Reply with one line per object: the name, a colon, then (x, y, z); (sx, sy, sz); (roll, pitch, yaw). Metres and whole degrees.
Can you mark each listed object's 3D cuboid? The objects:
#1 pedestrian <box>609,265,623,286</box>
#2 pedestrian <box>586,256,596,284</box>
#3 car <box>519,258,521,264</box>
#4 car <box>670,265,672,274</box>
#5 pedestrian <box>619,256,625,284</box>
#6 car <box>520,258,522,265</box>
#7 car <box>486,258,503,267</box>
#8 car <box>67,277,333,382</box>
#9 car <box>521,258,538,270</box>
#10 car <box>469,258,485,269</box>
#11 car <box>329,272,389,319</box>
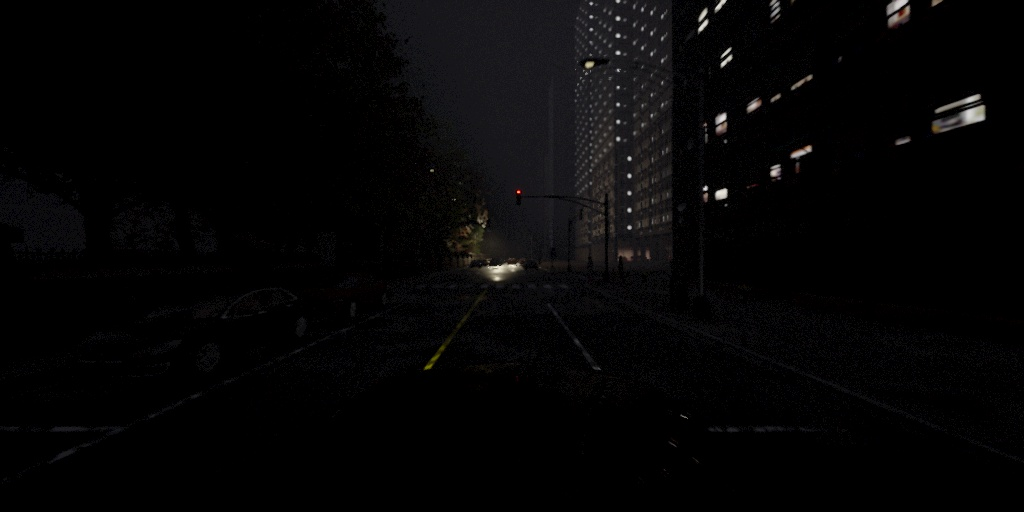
pedestrian: (6.314, 1.253, 22.002); (0.500, 1.100, 0.500); (0, 0, 0)
pedestrian: (5.078, 0.871, 23.203); (0.375, 1.860, 0.375); (0, 0, 0)
car: (2.698, 1.286, 61.912); (1.948, 1.339, 4.313); (0, 0, 0)
car: (14.688, 1.003, 28.063); (4.313, 1.339, 1.948); (0, 0, 0)
pedestrian: (6.895, 0.854, 22.603); (0.375, 1.860, 0.375); (0, 0, 0)
car: (2.697, 1.286, 56.280); (1.948, 1.339, 4.313); (0, 0, 0)
car: (-3.011, 1.073, 64.857); (2.097, 1.767, 4.553); (0, 0, 0)
car: (-5.769, 1.295, 7.191); (2.007, 1.370, 4.403); (0, 0, 0)
car: (2.695, 1.287, 50.647); (1.948, 1.339, 4.313); (0, 0, 0)
car: (-5.684, 1.302, 56.281); (1.802, 1.307, 4.207); (0, 0, 0)
car: (-5.819, 1.284, 12.731); (1.888, 1.381, 4.507); (0, 0, 0)
